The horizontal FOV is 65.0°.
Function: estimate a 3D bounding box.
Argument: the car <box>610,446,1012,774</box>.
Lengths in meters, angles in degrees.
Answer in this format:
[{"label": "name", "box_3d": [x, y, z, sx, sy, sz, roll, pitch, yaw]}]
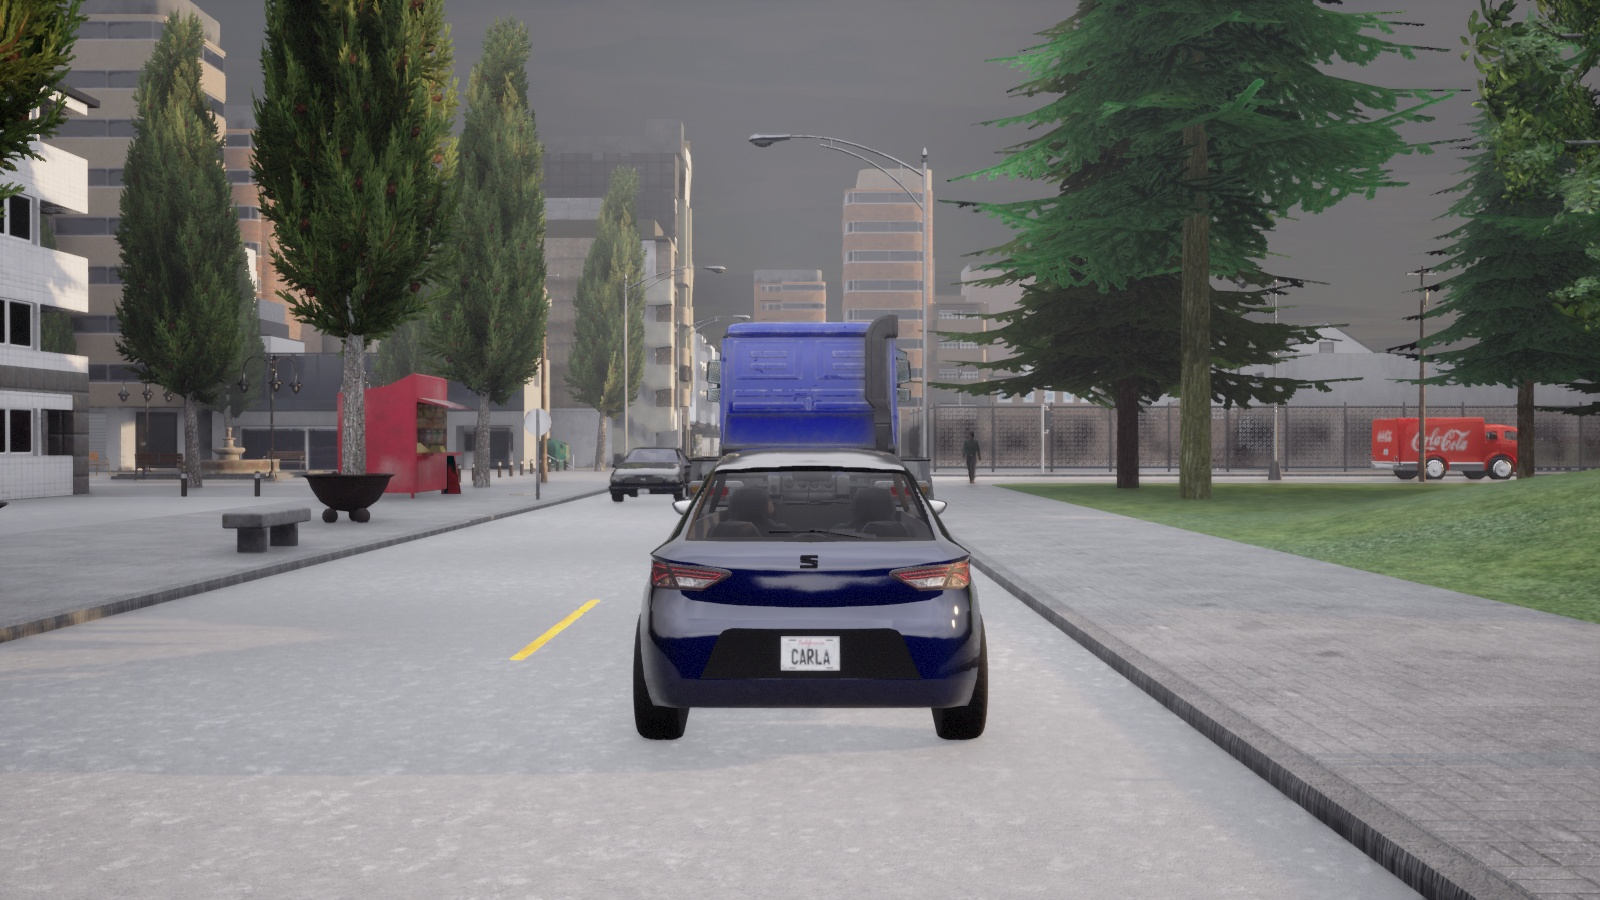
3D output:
[{"label": "car", "box_3d": [0.061, 0.717, 7.771, 1.816, 1.474, 4.193, 0, 0, 0]}]

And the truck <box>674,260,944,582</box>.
[{"label": "truck", "box_3d": [0.122, -0.333, 17.459, 2.891, 3.462, 7.936, 0, 0, 0]}]

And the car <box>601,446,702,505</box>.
[{"label": "car", "box_3d": [-3.806, 0.606, 33.113, 2.033, 1.411, 5.357, 0, 0, 0]}]

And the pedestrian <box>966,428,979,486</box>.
[{"label": "pedestrian", "box_3d": [5.776, 0.226, 42.095, 0.423, 1.949, 0.788, 0, 0, 8]}]

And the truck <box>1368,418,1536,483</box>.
[{"label": "truck", "box_3d": [25.438, 0.006, 49.136, 5.204, 2.467, 2.627, 0, 0, 0]}]
